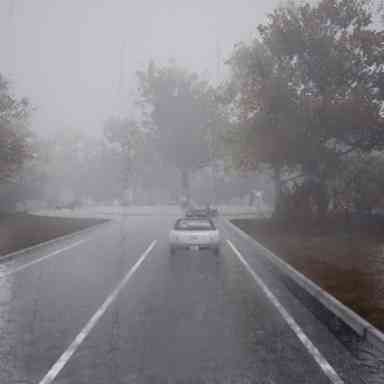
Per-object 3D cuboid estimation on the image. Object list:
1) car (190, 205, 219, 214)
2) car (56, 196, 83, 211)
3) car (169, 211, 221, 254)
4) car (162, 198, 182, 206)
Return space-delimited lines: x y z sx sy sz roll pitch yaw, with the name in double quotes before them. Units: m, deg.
"car" 1.048 1.823 29.536 1.895 1.301 4.718 0 0 17
"car" -17.563 1.582 47.935 2.150 2.045 5.566 0 0 2
"car" 0.095 1.706 13.969 1.895 1.301 4.718 0 0 0
"car" -3.315 1.969 63.489 4.902 1.511 2.128 0 0 -5
